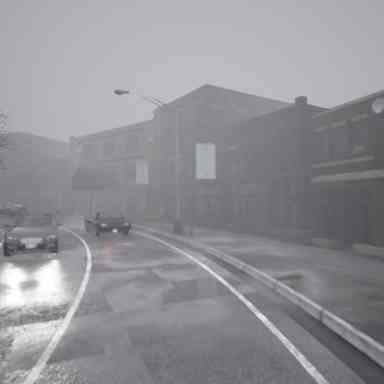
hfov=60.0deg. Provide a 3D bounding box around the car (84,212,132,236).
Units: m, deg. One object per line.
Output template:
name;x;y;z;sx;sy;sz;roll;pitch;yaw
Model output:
car;-5.161;1.811;19.869;1.895;1.301;4.718;0;-1;-27

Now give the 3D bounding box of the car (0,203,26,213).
car;-19.494;1.910;35.843;4.674;1.442;1.812;0;-1;35

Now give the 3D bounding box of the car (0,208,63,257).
car;-6.559;1.647;13.925;2.128;1.511;4.902;0;-1;-22
